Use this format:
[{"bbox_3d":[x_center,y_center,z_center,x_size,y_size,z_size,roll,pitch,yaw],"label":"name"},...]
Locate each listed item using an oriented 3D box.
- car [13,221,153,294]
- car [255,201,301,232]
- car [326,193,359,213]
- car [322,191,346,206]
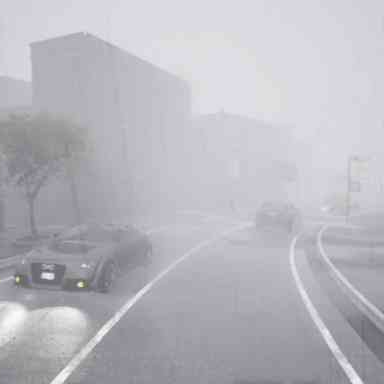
[{"bbox_3d":[-2.481,1.477,8.594,1.994,1.385,4.181,1,1,12],"label":"car"},{"bbox_3d":[5.481,1.334,20.651,2.097,1.767,4.553,3,1,25],"label":"car"},{"bbox_3d":[17.178,1.344,37.370,2.097,1.767,4.553,4,3,39],"label":"car"},{"bbox_3d":[20.285,0.958,46.914,2.150,2.045,5.566,4,3,40],"label":"car"}]
